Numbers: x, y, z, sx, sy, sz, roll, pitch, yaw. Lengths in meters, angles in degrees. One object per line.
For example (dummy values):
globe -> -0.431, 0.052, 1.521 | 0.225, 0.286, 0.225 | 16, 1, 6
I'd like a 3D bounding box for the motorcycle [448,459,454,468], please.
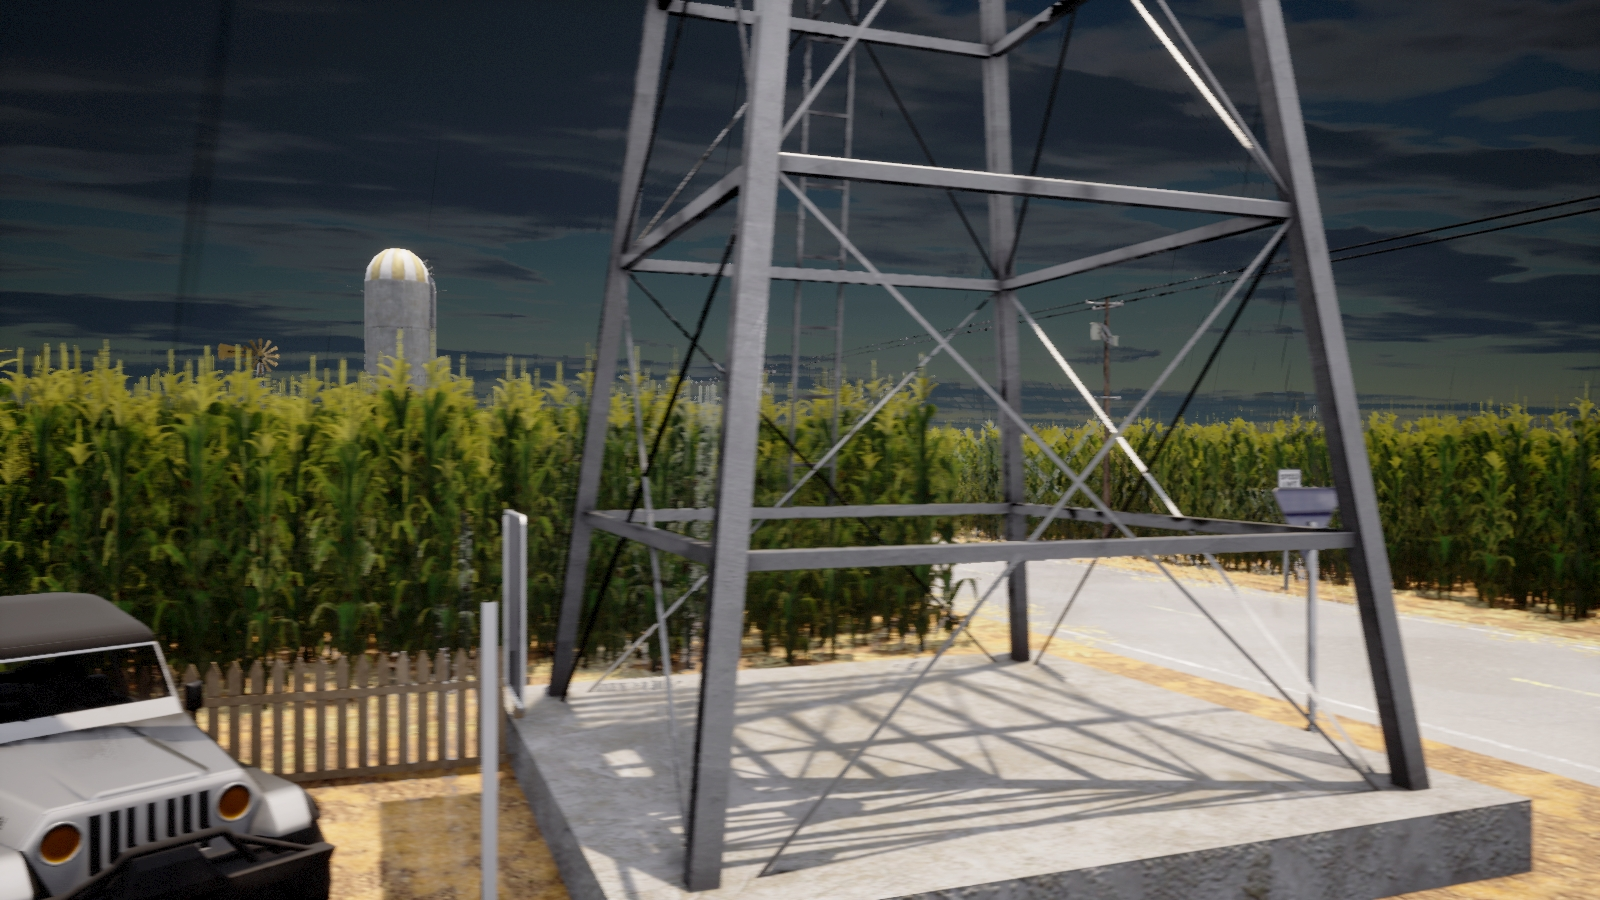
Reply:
motorcycle -> -54.421, 2.140, 178.049 | 0.764, 1.307, 2.356 | 0, 0, -21
